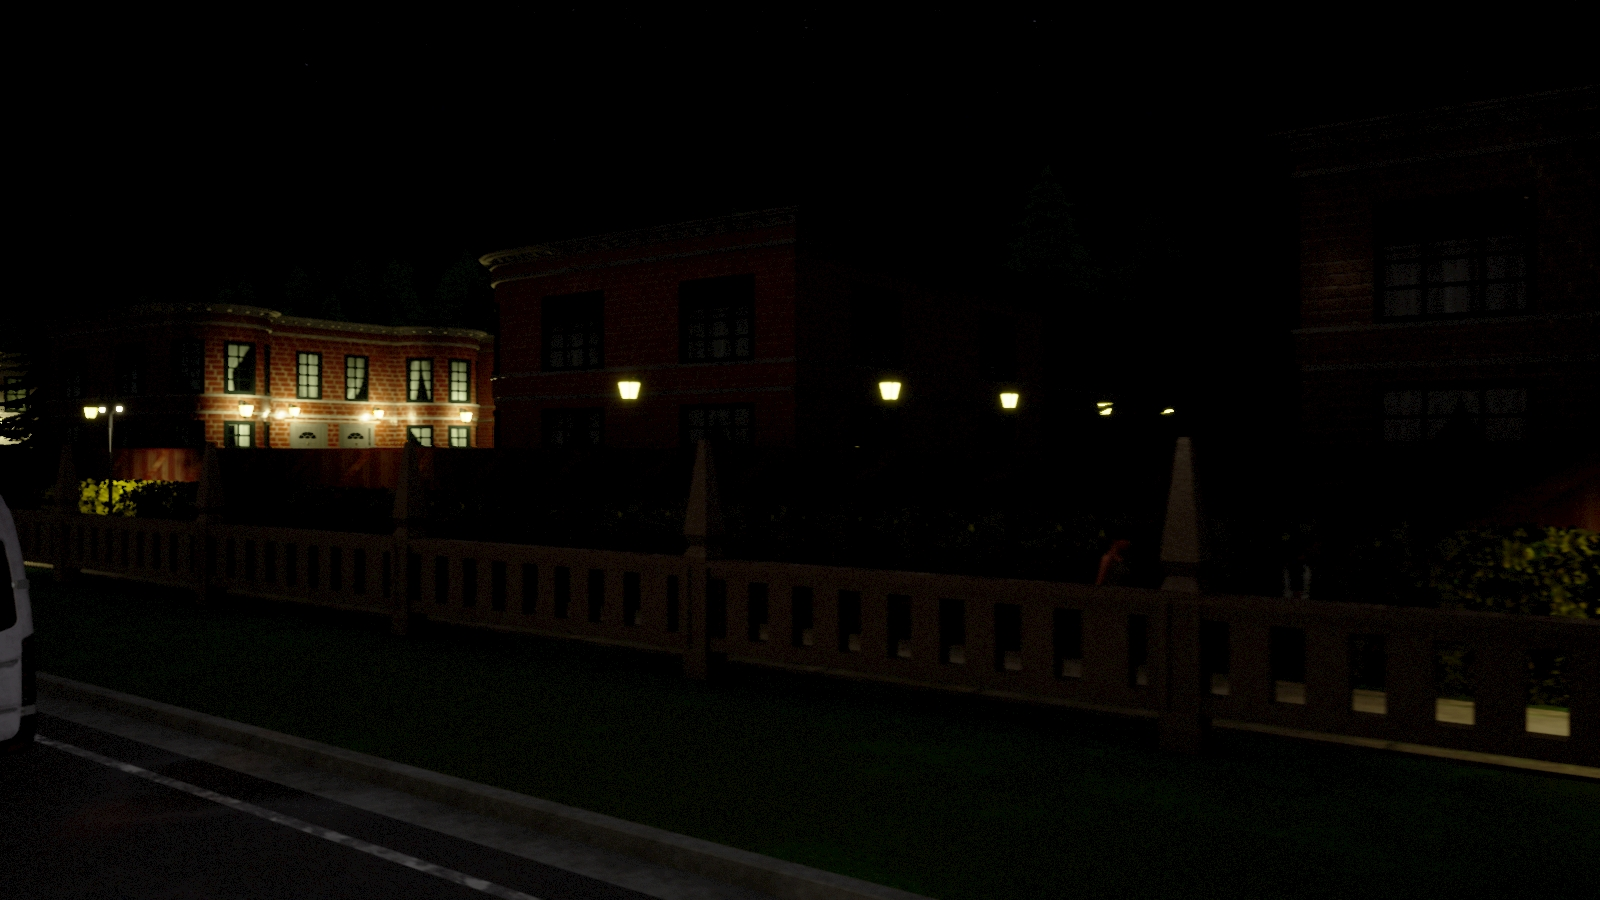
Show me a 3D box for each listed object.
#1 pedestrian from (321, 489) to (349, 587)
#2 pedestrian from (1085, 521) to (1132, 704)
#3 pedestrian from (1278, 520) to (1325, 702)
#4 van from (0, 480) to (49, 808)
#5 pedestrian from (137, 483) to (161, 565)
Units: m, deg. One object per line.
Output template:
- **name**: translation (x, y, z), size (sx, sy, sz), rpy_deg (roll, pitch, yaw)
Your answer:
- **pedestrian**: translation (-9.008, 1.698, 22.132), size (0.375, 1.860, 0.375), rpy_deg (0, 0, 36)
- **pedestrian**: translation (3.258, 1.697, 12.058), size (0.375, 1.860, 0.375), rpy_deg (0, 0, 35)
- **pedestrian**: translation (5.338, 1.697, 12.162), size (0.375, 1.860, 0.375), rpy_deg (0, 0, 38)
- **van**: translation (-9.079, 1.536, 10.139), size (5.915, 2.561, 1.988), rpy_deg (0, 0, 35)
- **pedestrian**: translation (-15.077, 1.699, 26.468), size (0.375, 1.860, 0.375), rpy_deg (0, 0, 36)
